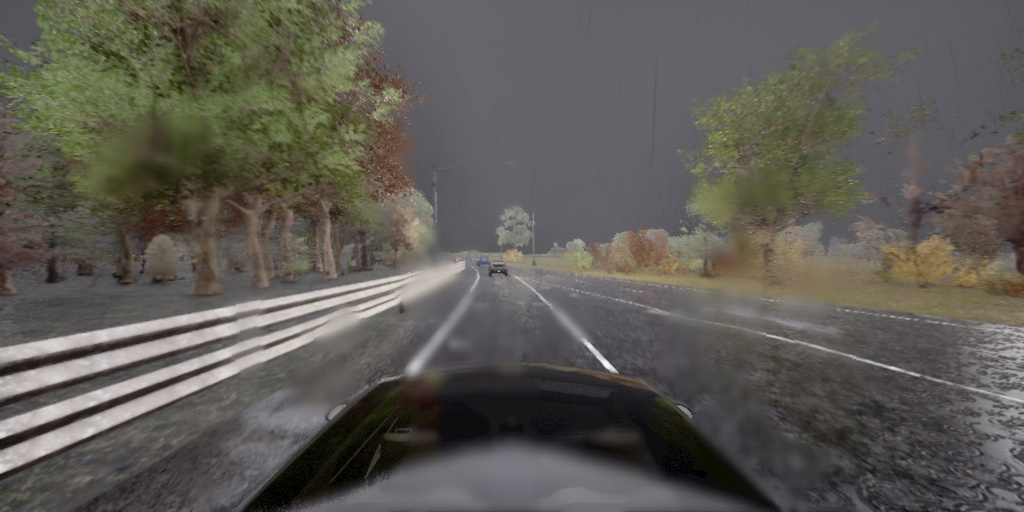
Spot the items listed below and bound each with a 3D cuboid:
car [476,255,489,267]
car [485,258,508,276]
[{"bbox_3d":[-5.285,0.864,64.916,2.150,2.045,5.566,0,0,-11],"label":"car"},{"bbox_3d":[-1.520,1.239,36.682,1.837,1.490,4.892,0,-1,-6],"label":"car"}]
